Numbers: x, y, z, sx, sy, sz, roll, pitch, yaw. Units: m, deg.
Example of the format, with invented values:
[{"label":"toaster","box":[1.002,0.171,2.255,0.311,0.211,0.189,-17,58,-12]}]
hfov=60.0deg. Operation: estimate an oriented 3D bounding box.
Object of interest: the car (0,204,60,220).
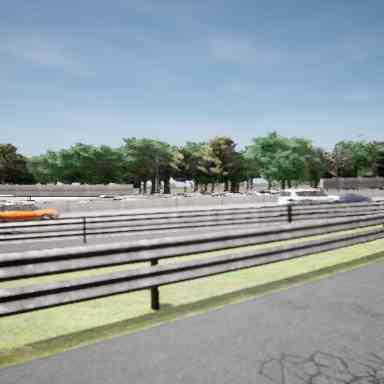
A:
[{"label":"car","box":[-12.305,1.644,24.925,4.553,1.767,2.097,-2,1,-17]}]

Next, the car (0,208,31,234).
[{"label":"car","box":[-11.860,1.920,17.746,5.357,1.411,2.033,-2,1,-17]}]

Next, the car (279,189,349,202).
[{"label":"car","box":[9.905,0.741,28.002,5.566,2.045,2.150,-2,1,-17]}]

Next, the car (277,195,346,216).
[{"label":"car","box":[8.459,1.196,23.908,4.181,1.385,1.994,-2,1,-17]}]

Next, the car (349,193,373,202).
[{"label":"car","box":[16.175,0.813,33.563,4.181,1.385,1.994,-2,1,-17]}]
